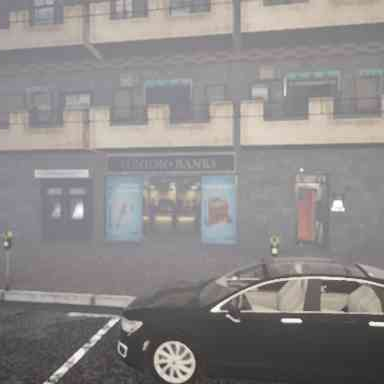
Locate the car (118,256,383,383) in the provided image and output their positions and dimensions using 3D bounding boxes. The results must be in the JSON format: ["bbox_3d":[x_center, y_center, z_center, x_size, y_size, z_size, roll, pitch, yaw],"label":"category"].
[{"bbox_3d":[1.236,1.556,4.335,4.403,1.369,2.008,0,0,9],"label":"car"}]
